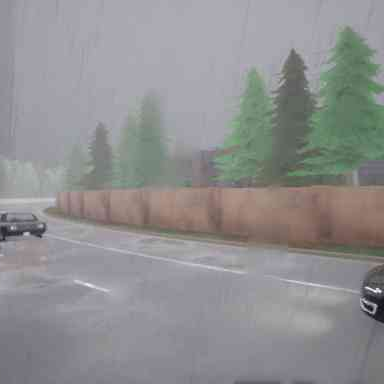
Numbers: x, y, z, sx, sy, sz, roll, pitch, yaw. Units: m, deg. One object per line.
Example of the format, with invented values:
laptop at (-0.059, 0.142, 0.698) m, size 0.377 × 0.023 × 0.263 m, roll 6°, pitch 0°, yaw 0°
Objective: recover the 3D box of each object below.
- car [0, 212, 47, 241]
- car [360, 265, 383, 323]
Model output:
car at (-9.419, 1.730, 17.572) m, size 1.895 × 1.301 × 4.718 m, roll 0°, pitch 0°, yaw -43°
car at (5.142, 1.523, 4.752) m, size 4.892 × 1.490 × 1.837 m, roll 0°, pitch 0°, yaw 35°
